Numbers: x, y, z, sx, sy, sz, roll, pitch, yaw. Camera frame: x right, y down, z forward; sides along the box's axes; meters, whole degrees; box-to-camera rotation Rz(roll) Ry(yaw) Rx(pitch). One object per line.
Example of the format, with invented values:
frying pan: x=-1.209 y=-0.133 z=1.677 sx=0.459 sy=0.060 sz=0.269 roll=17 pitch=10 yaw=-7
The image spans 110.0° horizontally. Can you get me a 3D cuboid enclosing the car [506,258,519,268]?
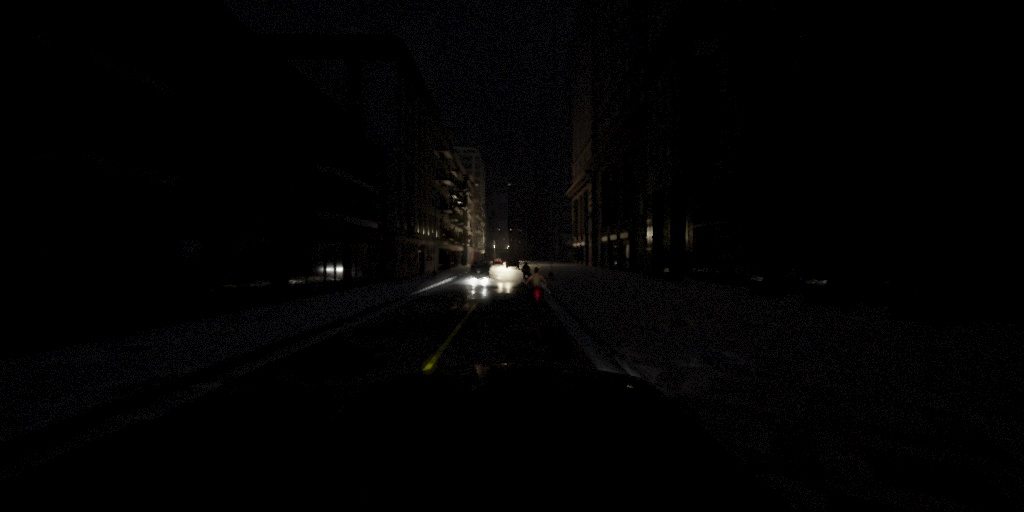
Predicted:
car: x=0.099 y=1.079 z=58.741 sx=2.097 sy=1.767 sz=4.553 roll=0 pitch=0 yaw=0

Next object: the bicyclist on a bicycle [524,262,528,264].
bicyclist on a bicycle: x=0.831 y=1.186 z=21.134 sx=0.582 sy=1.620 sz=1.656 roll=0 pitch=0 yaw=0

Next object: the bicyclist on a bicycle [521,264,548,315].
bicyclist on a bicycle: x=0.844 y=1.177 z=12.500 sx=0.866 sy=1.612 sz=1.509 roll=0 pitch=0 yaw=0

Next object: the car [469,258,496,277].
car: x=-3.082 y=1.214 z=35.665 sx=2.128 sy=1.511 sz=4.902 roll=0 pitch=0 yaw=0
